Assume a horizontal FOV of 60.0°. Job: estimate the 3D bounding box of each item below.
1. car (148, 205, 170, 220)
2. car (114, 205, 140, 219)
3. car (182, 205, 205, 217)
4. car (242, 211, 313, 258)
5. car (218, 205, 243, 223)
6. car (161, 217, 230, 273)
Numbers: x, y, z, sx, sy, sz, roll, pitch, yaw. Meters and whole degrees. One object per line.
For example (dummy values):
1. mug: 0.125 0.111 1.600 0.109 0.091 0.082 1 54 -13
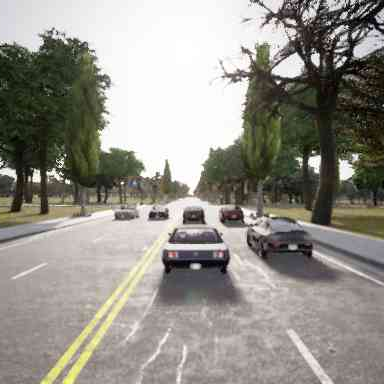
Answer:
1. car: -3.286 2.033 33.663 1.895 1.301 4.718 0 -1 0
2. car: -6.536 2.029 33.656 1.895 1.301 4.718 0 -1 0
3. car: 0.148 1.857 29.388 1.882 1.535 5.008 0 -1 0
4. car: 3.367 1.695 13.370 1.812 1.442 4.674 0 -1 0
5. car: 3.398 1.859 29.290 1.882 1.535 5.008 0 -1 0
6. car: 0.110 1.738 11.141 1.895 1.301 4.718 0 -1 0
